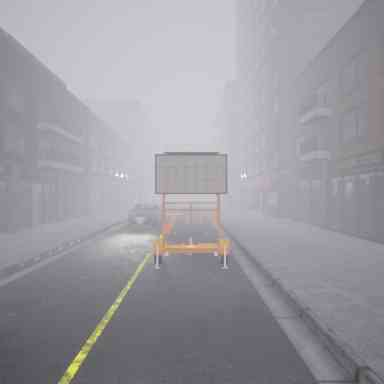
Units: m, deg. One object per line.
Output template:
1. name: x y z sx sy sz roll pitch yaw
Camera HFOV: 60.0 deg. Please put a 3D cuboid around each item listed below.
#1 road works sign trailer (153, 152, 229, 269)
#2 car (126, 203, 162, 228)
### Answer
1. road works sign trailer: -0.027 0.467 11.172 2.380 3.560 2.880 0 0 0
2. car: -3.067 1.499 22.040 2.128 1.511 4.902 0 0 0
